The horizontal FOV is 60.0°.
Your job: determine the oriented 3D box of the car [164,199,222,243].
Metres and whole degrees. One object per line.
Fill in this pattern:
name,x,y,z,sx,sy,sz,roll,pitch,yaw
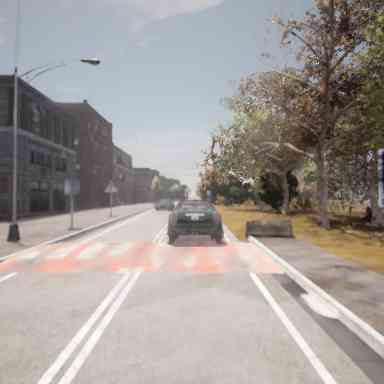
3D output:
car,0.118,1.222,14.494,2.097,1.767,4.553,0,-6,0

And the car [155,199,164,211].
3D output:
car,-3.221,1.535,39.385,1.994,1.385,4.181,0,0,0
